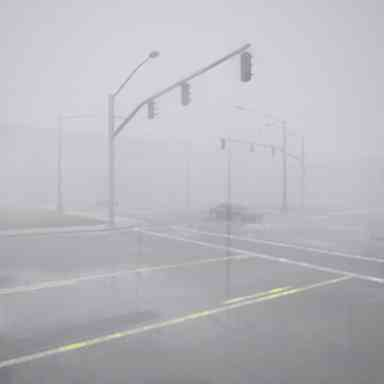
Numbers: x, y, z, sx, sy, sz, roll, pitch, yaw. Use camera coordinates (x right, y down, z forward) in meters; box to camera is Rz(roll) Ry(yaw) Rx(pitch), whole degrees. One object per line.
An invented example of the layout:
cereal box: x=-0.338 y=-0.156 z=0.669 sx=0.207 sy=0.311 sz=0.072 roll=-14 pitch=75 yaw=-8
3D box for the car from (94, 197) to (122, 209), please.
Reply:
car: x=-12.071 y=1.619 z=46.824 sx=1.895 sy=1.301 sz=4.718 roll=0 pitch=0 yaw=-36

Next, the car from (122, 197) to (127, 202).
car: x=-15.787 y=1.620 z=71.302 sx=1.895 sy=1.301 sz=4.718 roll=0 pitch=0 yaw=16

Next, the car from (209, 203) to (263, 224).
car: x=3.240 y=1.601 z=25.391 sx=1.837 sy=1.490 sz=4.892 roll=0 pitch=1 yaw=-35
